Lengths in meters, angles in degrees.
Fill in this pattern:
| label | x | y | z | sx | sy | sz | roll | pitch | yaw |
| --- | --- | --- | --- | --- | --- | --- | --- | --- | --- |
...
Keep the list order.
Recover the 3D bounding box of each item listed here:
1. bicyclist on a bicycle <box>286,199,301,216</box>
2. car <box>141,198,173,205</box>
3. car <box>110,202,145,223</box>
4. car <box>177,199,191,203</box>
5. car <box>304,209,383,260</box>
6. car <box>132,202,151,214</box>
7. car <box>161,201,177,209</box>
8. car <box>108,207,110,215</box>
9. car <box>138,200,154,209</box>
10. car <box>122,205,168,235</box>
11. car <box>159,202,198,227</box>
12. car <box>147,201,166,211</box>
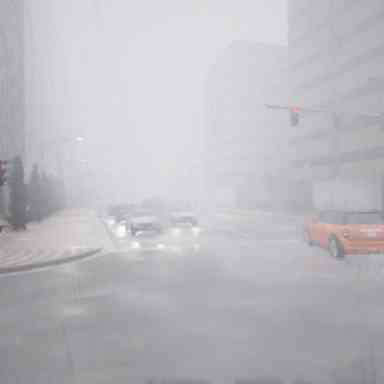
| label | x | y | z | sx | sy | sz | roll | pitch | yaw |
| --- | --- | --- | --- | --- | --- | --- | --- | --- | --- |
| bicyclist on a bicycle | 9.687 | 1.509 | 31.851 | 1.656 | 1.620 | 0.582 | -1 | -1 | -17 |
| car | -3.840 | 1.630 | 34.907 | 2.150 | 2.045 | 5.566 | -1 | -1 | -17 |
| car | -5.836 | 1.871 | 29.608 | 2.128 | 1.511 | 4.902 | -1 | -1 | -17 |
| car | -1.531 | 1.901 | 51.558 | 2.097 | 1.767 | 4.553 | -1 | -1 | -17 |
| car | 5.899 | 1.415 | 12.884 | 2.097 | 1.767 | 4.553 | -1 | -1 | 2 |
| car | -6.818 | 2.107 | 44.447 | 1.994 | 1.385 | 4.181 | -1 | -1 | -17 |
| car | -4.233 | 2.271 | 60.087 | 1.895 | 1.301 | 4.718 | -1 | -1 | -17 |
| car | -8.874 | 2.117 | 39.279 | 1.895 | 1.301 | 4.718 | -1 | -1 | -17 |
| car | -8.746 | 2.242 | 62.464 | 2.128 | 1.511 | 4.902 | -1 | -1 | -17 |
| car | -3.057 | 1.781 | 20.780 | 1.812 | 1.442 | 4.674 | -1 | -1 | -18 |
| car | -1.021 | 1.808 | 25.952 | 1.812 | 1.442 | 4.674 | -1 | -1 | -17 |
| car | -5.684 | 2.164 | 53.097 | 2.033 | 1.411 | 5.357 | -1 | -1 | -17 |
